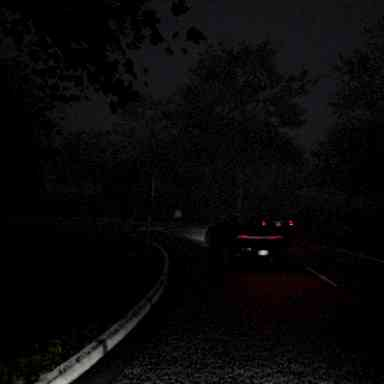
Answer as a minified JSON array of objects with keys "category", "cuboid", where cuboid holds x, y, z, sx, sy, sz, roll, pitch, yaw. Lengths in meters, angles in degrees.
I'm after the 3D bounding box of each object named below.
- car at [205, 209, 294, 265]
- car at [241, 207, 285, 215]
[{"category":"car","cuboid":[1.734,1.575,12.051,2.128,1.511,4.902,2,-1,-8]},{"category":"car","cuboid":[3.271,1.579,17.618,2.097,1.767,4.553,1,-1,-22]}]
